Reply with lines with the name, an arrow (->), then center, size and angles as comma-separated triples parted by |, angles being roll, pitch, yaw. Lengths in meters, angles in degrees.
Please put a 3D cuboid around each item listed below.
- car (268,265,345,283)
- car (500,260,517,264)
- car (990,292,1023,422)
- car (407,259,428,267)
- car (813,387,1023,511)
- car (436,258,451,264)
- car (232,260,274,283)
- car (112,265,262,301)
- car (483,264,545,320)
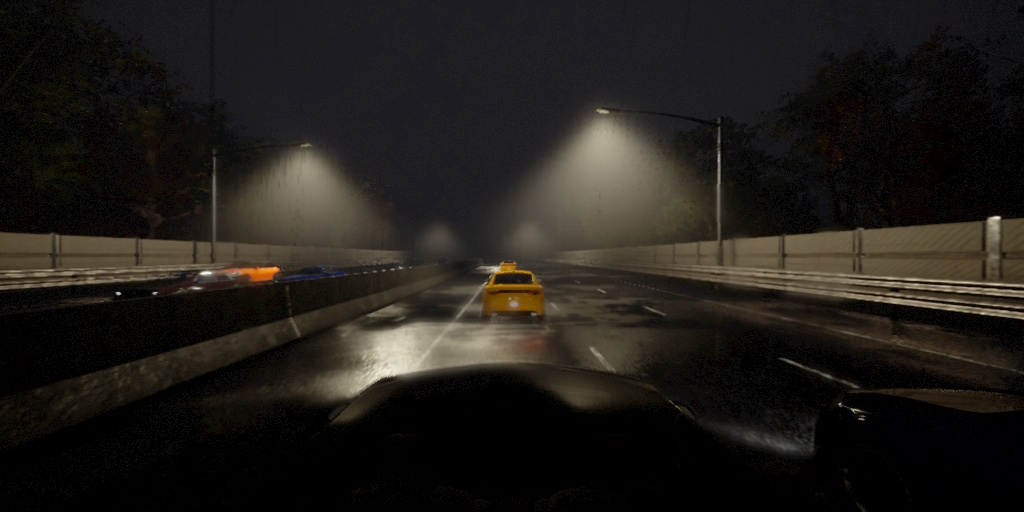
car -> -10.702, 1.283, 19.517 | 1.812, 1.442, 4.674 | 0, 0, -1
car -> -0.412, 1.243, 43.515 | 1.882, 1.535, 5.008 | 0, 0, -1
car -> 7.092, 1.226, 2.110 | 1.882, 1.535, 5.008 | 0, 0, 0
car -> -14.965, 1.330, 58.031 | 1.994, 1.385, 4.181 | 0, 0, -1
car -> 3.591, 1.313, 1.346 | 1.994, 1.385, 4.181 | 0, 0, 0
car -> -11.551, 1.121, 60.812 | 2.097, 1.767, 4.553 | 0, 0, -1
car -> -17.754, 1.111, 24.032 | 2.097, 1.767, 4.553 | 0, 0, -1
car -> -14.168, 1.304, 16.045 | 2.033, 1.411, 5.357 | 0, 0, 0
car -> 0.054, 1.232, 12.680 | 1.882, 1.535, 5.008 | 0, 0, 0
